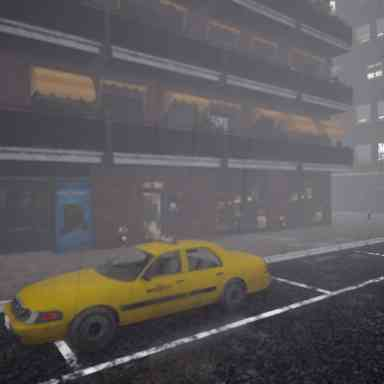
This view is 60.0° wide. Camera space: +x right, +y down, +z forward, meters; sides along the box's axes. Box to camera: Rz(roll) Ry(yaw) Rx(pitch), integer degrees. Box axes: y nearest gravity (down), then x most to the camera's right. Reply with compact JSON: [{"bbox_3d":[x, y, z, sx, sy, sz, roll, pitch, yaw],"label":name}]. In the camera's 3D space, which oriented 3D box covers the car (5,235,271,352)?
[{"bbox_3d":[-0.648,1.521,6.111,4.829,1.417,1.752,0,-1,-35],"label":"car"}]
